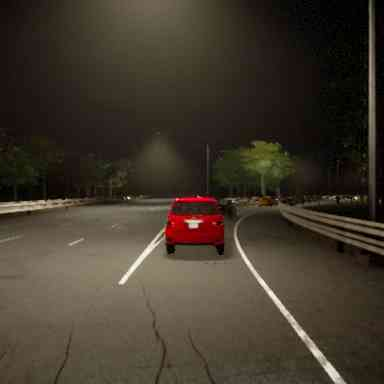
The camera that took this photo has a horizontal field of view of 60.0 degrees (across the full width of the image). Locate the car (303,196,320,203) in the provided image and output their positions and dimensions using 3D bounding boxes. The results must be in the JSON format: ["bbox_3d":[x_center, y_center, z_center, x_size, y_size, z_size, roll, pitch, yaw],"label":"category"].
[{"bbox_3d":[24.517,1.524,67.956,1.837,1.490,4.892,0,0,45],"label":"car"}]

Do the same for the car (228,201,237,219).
[{"bbox_3d":[2.889,1.525,29.802,2.128,1.511,4.902,0,0,15],"label":"car"}]

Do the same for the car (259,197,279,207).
[{"bbox_3d":[11.882,1.539,51.342,1.882,1.535,5.008,0,0,31],"label":"car"}]

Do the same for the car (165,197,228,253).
[{"bbox_3d":[0.250,1.237,13.897,2.150,2.045,5.566,0,0,4],"label":"car"}]
